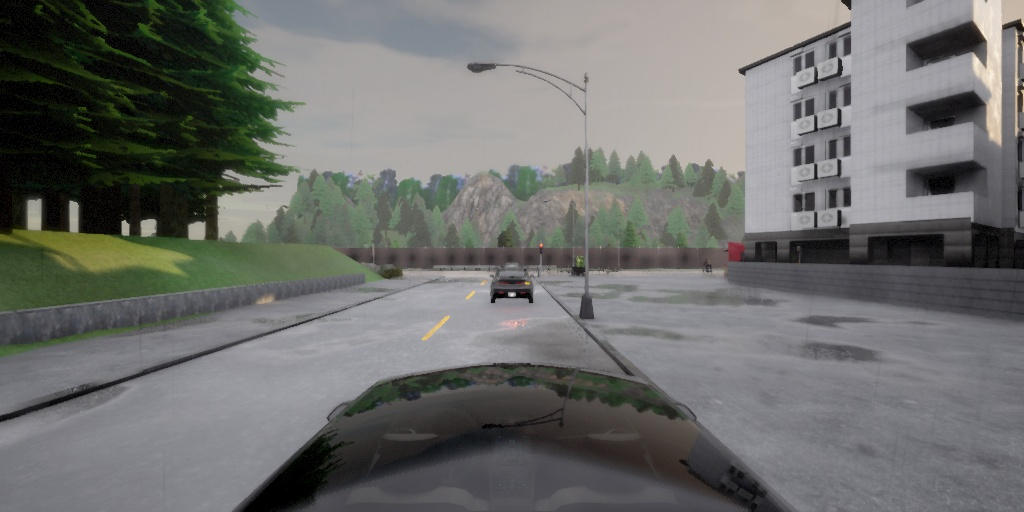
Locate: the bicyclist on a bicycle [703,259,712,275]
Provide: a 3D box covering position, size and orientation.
[{"bbox_3d":[19.985,1.097,36.666,0.582,1.620,1.656,0,0,0],"label":"bicyclist on a bicycle"}]

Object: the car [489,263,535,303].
[{"bbox_3d":[0.000,1.265,16.500,1.837,1.490,4.892,0,0,0],"label":"car"}]
